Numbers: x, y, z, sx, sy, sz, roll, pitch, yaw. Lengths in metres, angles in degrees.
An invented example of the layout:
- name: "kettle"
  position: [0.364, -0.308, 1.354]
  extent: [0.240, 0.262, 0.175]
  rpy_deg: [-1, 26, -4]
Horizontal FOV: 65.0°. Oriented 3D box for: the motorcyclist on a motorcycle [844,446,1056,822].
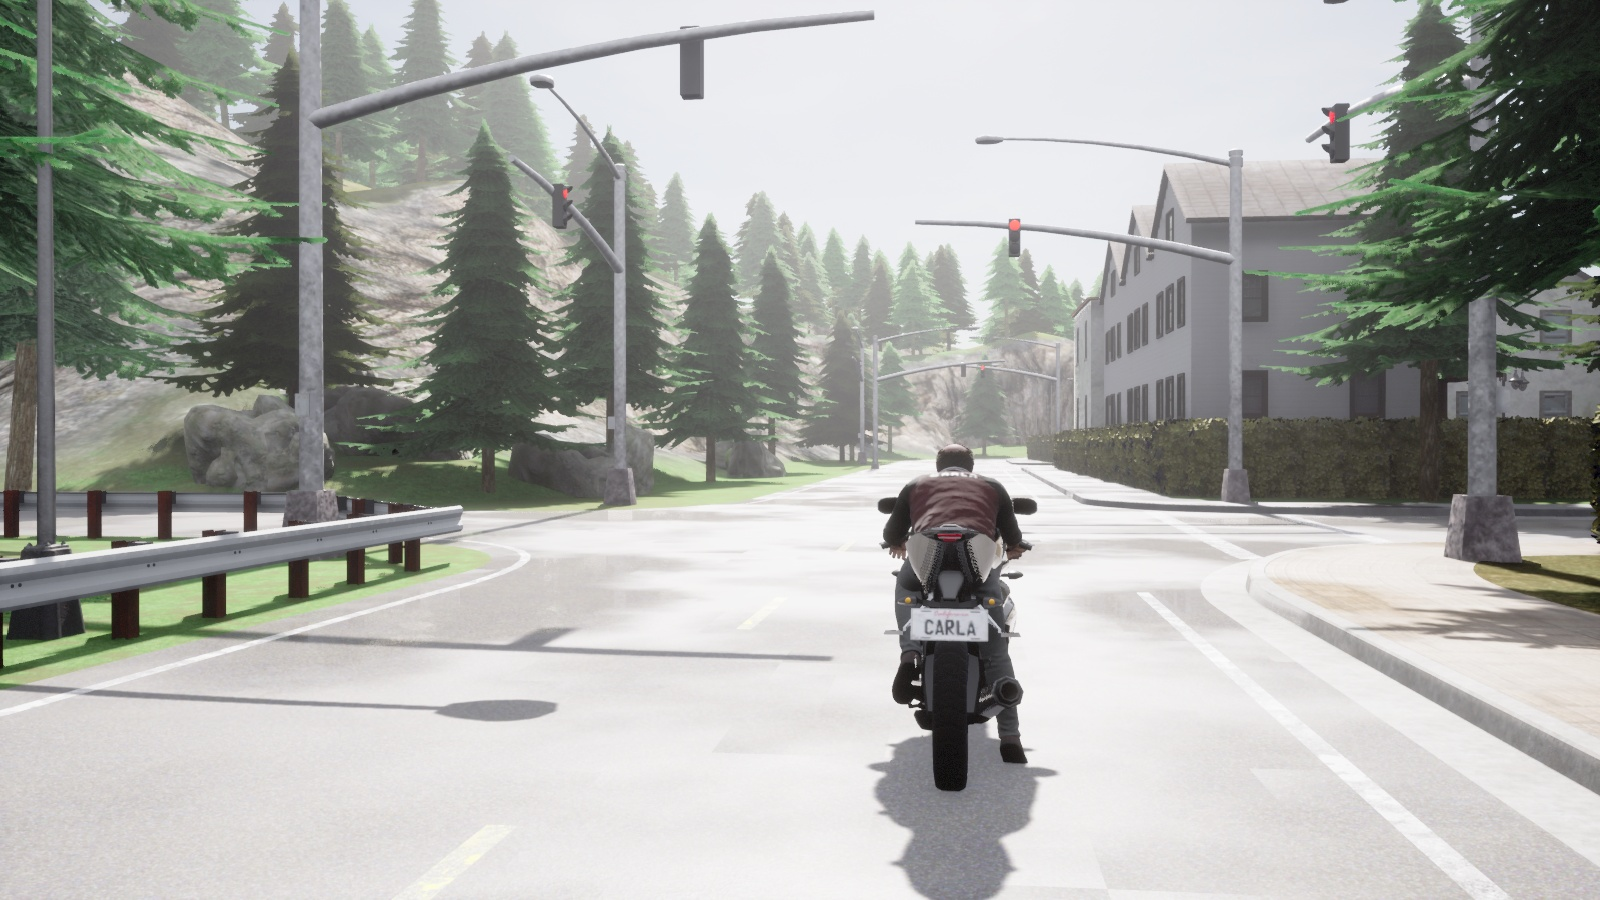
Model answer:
- name: "motorcyclist on a motorcycle"
  position: [0.770, 0.747, 6.268]
  extent: [0.866, 1.530, 2.191]
  rpy_deg: [0, 0, 8]
